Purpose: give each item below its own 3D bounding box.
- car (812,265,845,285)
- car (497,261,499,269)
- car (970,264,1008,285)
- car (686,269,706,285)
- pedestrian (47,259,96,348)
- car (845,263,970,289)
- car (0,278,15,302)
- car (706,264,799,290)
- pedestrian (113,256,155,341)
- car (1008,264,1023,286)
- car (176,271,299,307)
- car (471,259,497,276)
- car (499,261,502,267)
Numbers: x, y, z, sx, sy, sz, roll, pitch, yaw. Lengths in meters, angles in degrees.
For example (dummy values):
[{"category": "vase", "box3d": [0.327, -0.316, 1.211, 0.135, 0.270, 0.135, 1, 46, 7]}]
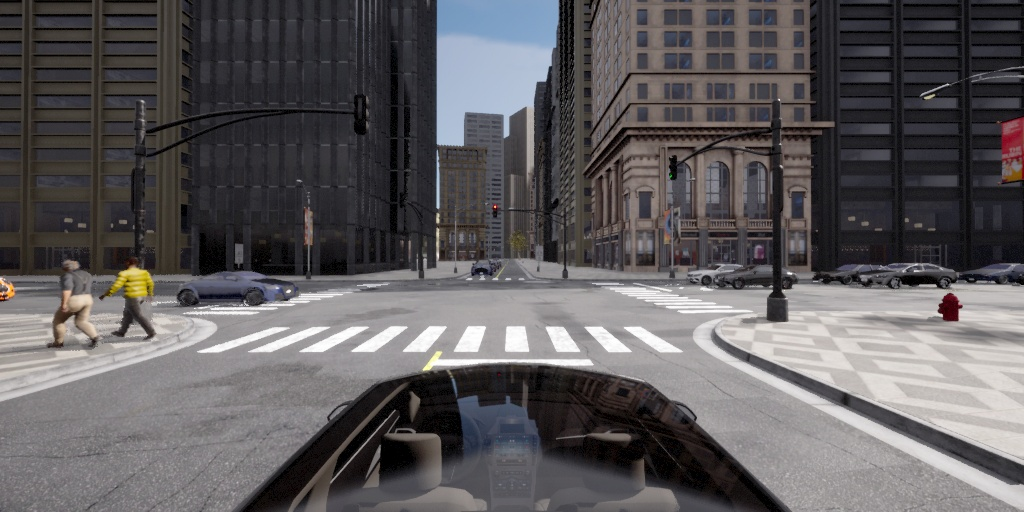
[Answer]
[{"category": "car", "box3d": [24.225, 1.259, 24.990, 5.357, 1.411, 2.033, 0, 0, 0]}, {"category": "car", "box3d": [-3.046, 1.373, 46.661, 1.994, 1.385, 4.181, 0, 0, 0]}, {"category": "car", "box3d": [34.653, 1.235, 24.994, 5.357, 1.411, 2.033, 0, 0, -1]}, {"category": "car", "box3d": [14.643, 1.262, 24.986, 4.674, 1.442, 1.812, 0, 0, 0]}, {"category": "pedestrian", "box3d": [-8.708, 0.891, 7.098, 0.375, 1.860, 0.375, 0, 0, 0]}, {"category": "car", "box3d": [23.817, 1.181, 21.738, 4.902, 1.511, 2.128, 0, 0, 0]}, {"category": "car", "box3d": [-24.144, 1.145, 15.012, 4.553, 1.767, 2.097, 0, 0, 0]}, {"category": "car", "box3d": [14.707, 1.238, 21.726, 4.674, 1.442, 1.812, 0, 0, -1]}, {"category": "pedestrian", "box3d": [-8.187, 0.890, 7.772, 0.375, 1.860, 0.375, 0, 0, 0]}, {"category": "car", "box3d": [33.689, 1.229, 21.737, 4.181, 1.385, 1.994, 0, 0, 0]}, {"category": "car", "box3d": [-11.349, 1.308, 15.017, 4.181, 1.385, 1.994, 0, 0, 0]}, {"category": "car", "box3d": [-3.039, 1.141, 37.641, 2.097, 1.767, 4.553, 0, 0, 0]}, {"category": "car", "box3d": [-3.032, 1.397, 56.581, 1.994, 1.385, 4.181, 0, 0, 1]}]
